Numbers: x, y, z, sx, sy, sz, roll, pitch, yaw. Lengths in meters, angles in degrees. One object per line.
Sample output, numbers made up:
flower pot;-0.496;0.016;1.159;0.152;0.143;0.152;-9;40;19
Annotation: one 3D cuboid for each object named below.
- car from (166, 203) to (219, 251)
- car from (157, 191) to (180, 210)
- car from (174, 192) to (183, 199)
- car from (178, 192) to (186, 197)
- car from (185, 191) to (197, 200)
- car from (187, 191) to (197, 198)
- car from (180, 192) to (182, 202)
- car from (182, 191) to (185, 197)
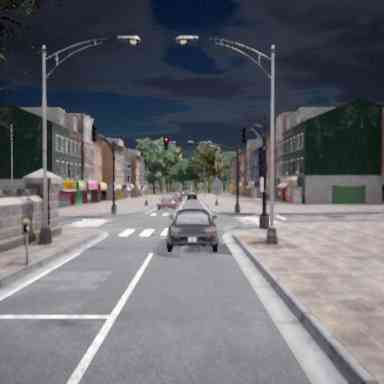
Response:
car;0.034;1.372;13.176;1.812;1.442;4.674;0;1;0
car;-2.654;1.041;35.917;1.967;1.590;4.097;-1;1;0
car;-3.035;0.716;75.534;1.837;1.490;4.892;0;1;0
car;-2.664;0.625;90.263;2.008;1.369;4.403;-1;1;0
car;0.032;0.785;65.495;1.882;1.535;5.008;0;0;0
car;-0.015;0.575;76.502;2.033;1.411;5.357;0;1;0
car;-2.655;0.985;41.351;1.967;1.590;4.097;-1;1;0
car;-2.658;0.928;57.656;1.887;1.381;4.507;-1;1;0
